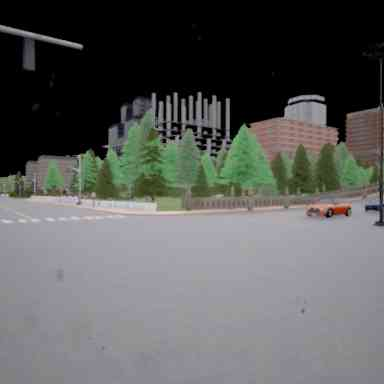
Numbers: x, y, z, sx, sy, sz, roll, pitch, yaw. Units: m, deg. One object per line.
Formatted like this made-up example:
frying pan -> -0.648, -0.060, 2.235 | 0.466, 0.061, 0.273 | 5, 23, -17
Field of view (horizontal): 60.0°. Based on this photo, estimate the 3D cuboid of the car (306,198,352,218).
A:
car -> 12.323, 1.325, 29.944 | 4.553, 1.767, 2.097 | 0, 0, -35

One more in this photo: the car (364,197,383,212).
car -> 20.489, 1.289, 35.747 | 5.008, 1.535, 1.882 | -3, 2, -35
